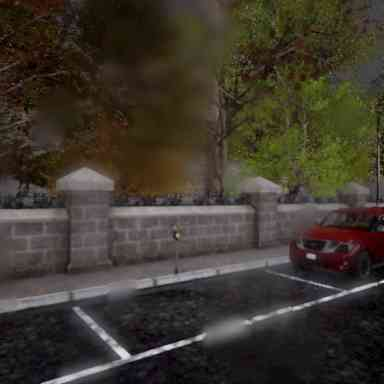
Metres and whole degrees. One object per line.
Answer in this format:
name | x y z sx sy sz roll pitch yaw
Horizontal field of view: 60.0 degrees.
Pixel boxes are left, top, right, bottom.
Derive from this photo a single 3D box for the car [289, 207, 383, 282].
car | 5.211 1.409 10.280 5.009 1.841 2.192 1 0 -36
